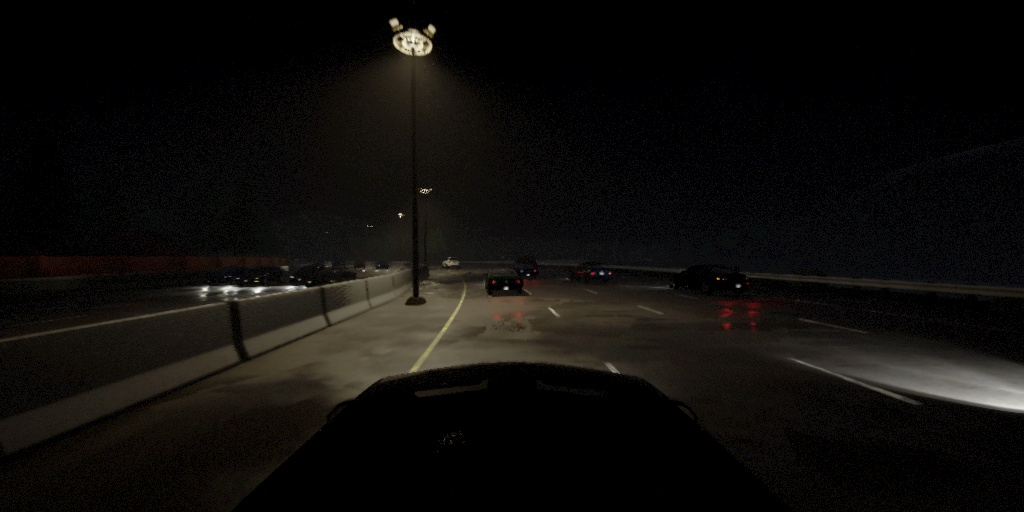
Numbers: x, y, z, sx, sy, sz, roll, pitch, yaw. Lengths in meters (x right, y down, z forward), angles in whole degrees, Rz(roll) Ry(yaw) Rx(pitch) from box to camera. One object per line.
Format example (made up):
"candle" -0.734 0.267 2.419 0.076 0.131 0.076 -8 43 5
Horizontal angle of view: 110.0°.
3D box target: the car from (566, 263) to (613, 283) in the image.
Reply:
"car" 5.749 1.254 27.166 2.033 1.411 5.357 -1 0 -10

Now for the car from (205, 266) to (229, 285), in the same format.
"car" -23.878 1.602 30.662 1.882 1.535 5.008 -1 0 -11

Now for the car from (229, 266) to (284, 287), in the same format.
"car" -19.943 1.570 28.648 1.837 1.490 4.892 -1 0 -10

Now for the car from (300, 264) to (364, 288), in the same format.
"car" -12.200 1.500 24.741 2.033 1.411 5.357 -1 0 -8

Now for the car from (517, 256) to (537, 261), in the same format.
"car" 2.152 1.021 57.411 2.150 2.045 5.566 0 0 -20

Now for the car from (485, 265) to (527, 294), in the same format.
"car" -0.584 1.387 20.767 1.895 1.301 4.718 -1 0 -7

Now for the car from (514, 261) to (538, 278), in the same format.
"car" 0.985 1.383 33.907 1.895 1.301 4.718 -1 0 -11

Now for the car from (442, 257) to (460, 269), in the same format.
"car" -10.579 1.205 61.995 2.150 2.045 5.566 0 0 -22

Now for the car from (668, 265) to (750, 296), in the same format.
"car" 9.955 1.161 18.448 1.812 1.442 4.674 0 0 -6

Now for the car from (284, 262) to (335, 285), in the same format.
"car" -16.556 1.524 29.596 1.837 1.490 4.892 -1 0 -10
